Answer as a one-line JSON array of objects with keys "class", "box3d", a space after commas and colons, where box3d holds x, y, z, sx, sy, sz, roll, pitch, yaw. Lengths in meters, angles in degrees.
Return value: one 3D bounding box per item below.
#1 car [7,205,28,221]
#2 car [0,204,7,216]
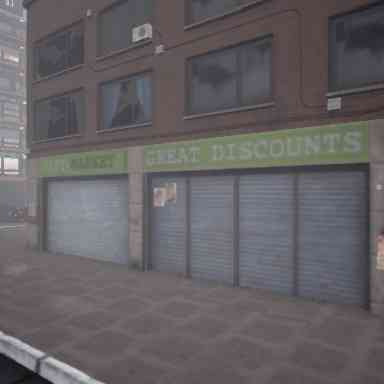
[{"class": "car", "box3d": [-13.205, 1.827, 29.071, 1.887, 1.381, 4.507, -1, -1, 35]}, {"class": "car", "box3d": [-20.029, 1.865, 33.878, 1.802, 1.307, 4.206, -1, -1, 35]}]
